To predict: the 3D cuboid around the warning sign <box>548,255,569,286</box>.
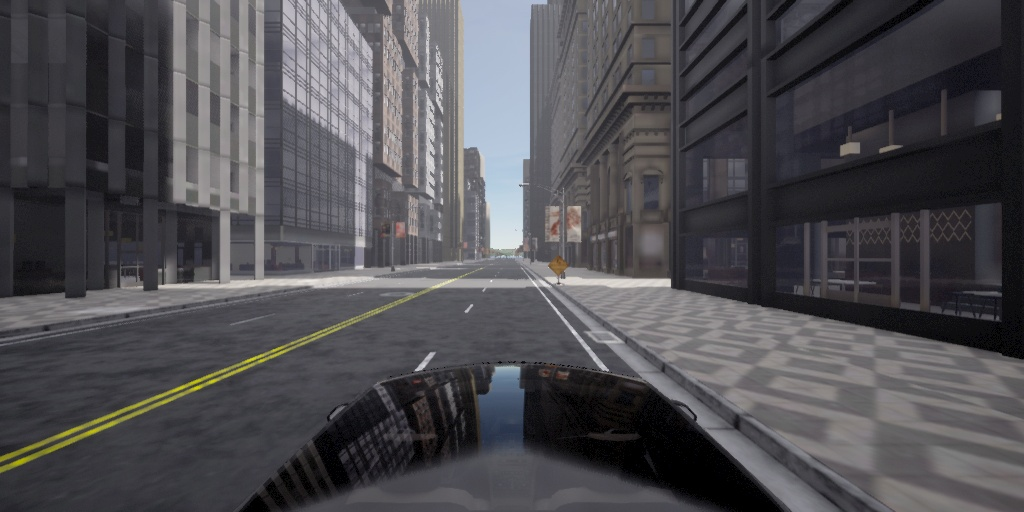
[{"bbox_3d":[2.850,0.860,21.943,1.300,1.860,1.060,0,0,0],"label":"warning sign"}]
